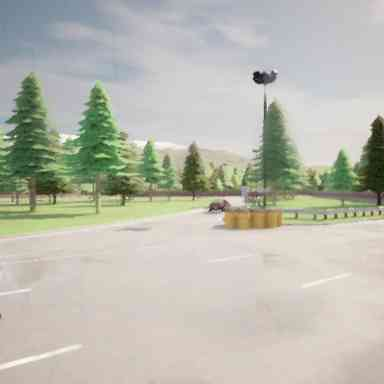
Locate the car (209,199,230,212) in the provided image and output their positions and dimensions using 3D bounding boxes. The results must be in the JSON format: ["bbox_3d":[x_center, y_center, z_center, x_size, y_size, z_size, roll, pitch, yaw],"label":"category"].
[{"bbox_3d":[3.166,1.505,37.660,1.812,1.442,4.674,0,0,16],"label":"car"}]

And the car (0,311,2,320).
[{"bbox_3d":[-4.989,1.567,4.487,4.181,1.385,1.994,0,0,-35],"label":"car"}]
